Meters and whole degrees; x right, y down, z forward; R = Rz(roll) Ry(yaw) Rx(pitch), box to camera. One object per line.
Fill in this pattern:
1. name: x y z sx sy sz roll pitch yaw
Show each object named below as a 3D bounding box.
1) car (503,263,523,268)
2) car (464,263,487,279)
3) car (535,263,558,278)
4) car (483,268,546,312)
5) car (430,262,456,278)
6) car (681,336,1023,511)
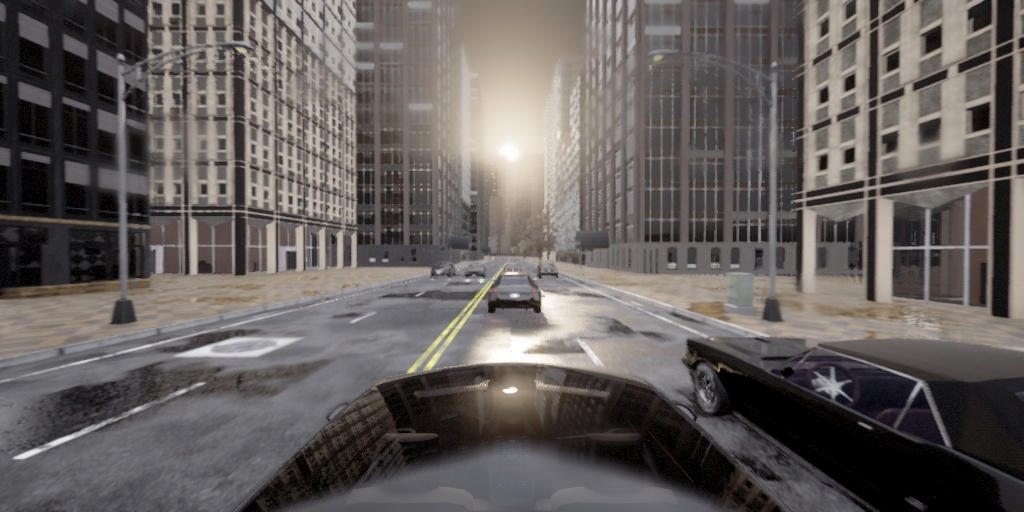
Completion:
1. car: 0.080 1.361 34.979 2.033 1.411 5.357 0 0 0
2. car: -3.364 1.360 34.330 2.033 1.411 5.357 0 0 0
3. car: 3.331 1.362 34.825 2.033 1.411 5.357 0 0 0
4. car: 0.094 1.340 14.389 1.994 1.385 4.181 0 0 0
5. car: -6.608 1.306 34.897 2.128 1.511 4.902 0 0 0
6. car: 3.348 1.354 3.005 1.895 1.301 4.718 0 0 0
